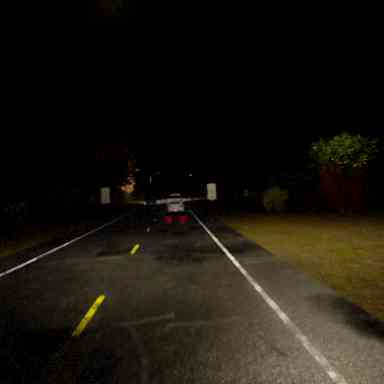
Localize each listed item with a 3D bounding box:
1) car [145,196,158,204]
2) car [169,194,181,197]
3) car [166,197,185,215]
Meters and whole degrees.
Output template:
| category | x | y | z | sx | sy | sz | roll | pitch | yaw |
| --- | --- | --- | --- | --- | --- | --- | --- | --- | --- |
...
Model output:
| category | x | y | z | sx | sy | sz | roll | pitch | yaw |
| --- | --- | --- | --- | --- | --- | --- | --- | --- | --- |
| car | -6.083 | 1.351 | 50.382 | 1.812 | 1.442 | 4.674 | -2 | 0 | -3 |
| car | -2.352 | 1.286 | 46.604 | 2.150 | 2.045 | 5.566 | -2 | 0 | -3 |
| car | -1.721 | 1.558 | 34.602 | 1.812 | 1.442 | 4.674 | -2 | 0 | -3 |
